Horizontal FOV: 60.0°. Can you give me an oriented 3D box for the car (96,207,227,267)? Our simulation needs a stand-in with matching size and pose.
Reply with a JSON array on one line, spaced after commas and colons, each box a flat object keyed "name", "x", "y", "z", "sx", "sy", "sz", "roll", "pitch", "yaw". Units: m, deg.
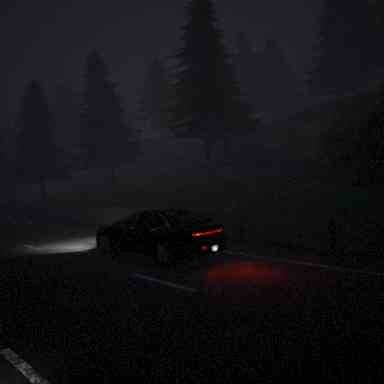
[{"name": "car", "x": -1.171, "y": 1.252, "z": 10.515, "sx": 4.892, "sy": 1.490, "sz": 1.837, "roll": 0, "pitch": 2, "yaw": 43}]
